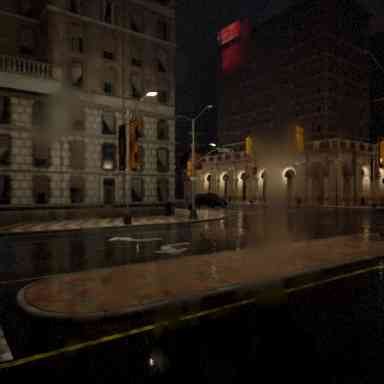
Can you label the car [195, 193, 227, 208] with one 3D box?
[{"bbox_3d":[2.670,1.209,48.161,2.150,2.045,5.566,0,0,-35],"label":"car"}]
